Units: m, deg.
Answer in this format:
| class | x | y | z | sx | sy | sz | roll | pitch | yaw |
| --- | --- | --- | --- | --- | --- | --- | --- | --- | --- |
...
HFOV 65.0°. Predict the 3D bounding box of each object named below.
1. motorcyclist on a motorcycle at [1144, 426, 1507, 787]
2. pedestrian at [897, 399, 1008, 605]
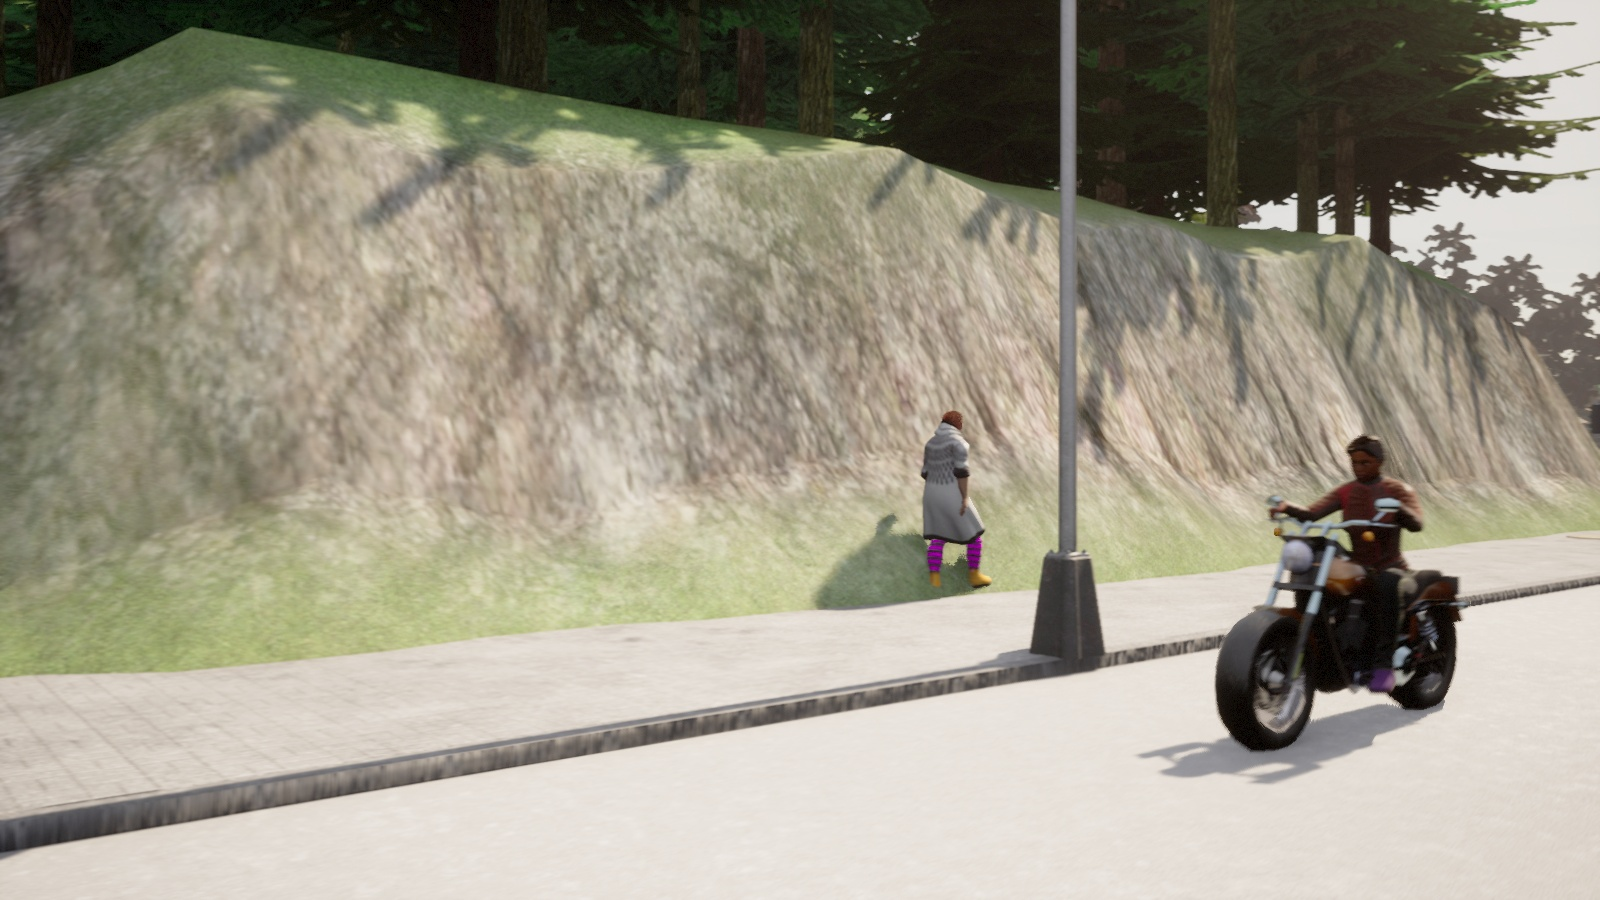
| class | x | y | z | sx | sy | sz | roll | pitch | yaw |
| --- | --- | --- | --- | --- | --- | --- | --- | --- | --- |
| motorcyclist on a motorcycle | 2.896 | 0.711 | 6.770 | 2.350 | 1.649 | 0.766 | 0 | 0 | -39 |
| pedestrian | 1.504 | 0.493 | 12.396 | 0.873 | 1.952 | 0.659 | 0 | 0 | -39 |
